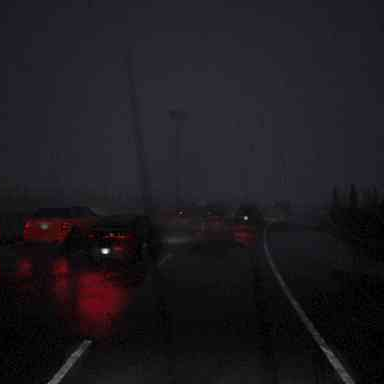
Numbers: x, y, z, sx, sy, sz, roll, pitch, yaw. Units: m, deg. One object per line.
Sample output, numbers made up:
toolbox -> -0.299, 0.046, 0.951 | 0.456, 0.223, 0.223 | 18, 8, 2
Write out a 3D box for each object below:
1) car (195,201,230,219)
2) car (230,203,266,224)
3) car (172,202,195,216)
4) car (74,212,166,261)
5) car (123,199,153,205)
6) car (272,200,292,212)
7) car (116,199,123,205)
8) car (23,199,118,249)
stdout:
car -> 2.316, 1.574, 30.132 | 2.128, 1.511, 4.902 | 0, 0, 20
car -> 4.548, 1.585, 25.852 | 1.837, 1.490, 4.892 | 0, 0, 18
car -> -0.217, 1.683, 33.368 | 1.895, 1.301, 4.718 | 0, 0, 21
car -> -2.266, 1.528, 12.395 | 1.837, 1.490, 4.892 | 0, 0, 8
car -> -6.839, 1.674, 44.839 | 1.994, 1.385, 4.181 | 0, 0, 26
car -> 11.143, 1.666, 41.233 | 1.812, 1.442, 4.674 | 0, 0, 26
car -> -10.470, 1.652, 45.369 | 1.994, 1.385, 4.181 | 0, 0, 26
car -> -5.354, 1.371, 14.973 | 2.097, 1.767, 4.553 | 0, 0, 10
